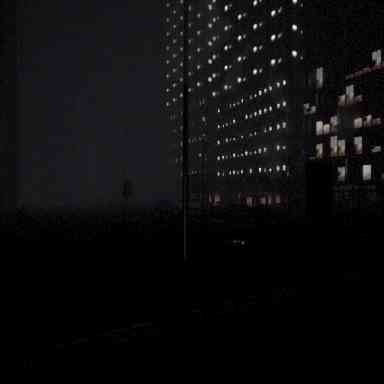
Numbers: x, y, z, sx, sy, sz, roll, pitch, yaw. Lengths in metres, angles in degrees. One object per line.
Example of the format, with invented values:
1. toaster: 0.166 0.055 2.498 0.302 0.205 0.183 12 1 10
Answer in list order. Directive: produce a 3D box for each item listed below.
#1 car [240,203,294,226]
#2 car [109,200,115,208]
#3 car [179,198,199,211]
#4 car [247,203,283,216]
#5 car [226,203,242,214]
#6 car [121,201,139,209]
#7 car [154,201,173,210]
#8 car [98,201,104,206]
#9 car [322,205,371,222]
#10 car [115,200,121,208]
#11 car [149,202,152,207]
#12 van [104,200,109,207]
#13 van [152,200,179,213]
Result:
1. car: 6.040 1.813 25.927 2.008 1.369 4.403 -1 -1 -26
2. car: -16.050 2.730 71.472 1.887 1.381 4.507 -1 -1 -26
3. car: -0.768 2.001 53.109 2.150 2.045 5.566 0 -1 -25
4. car: 8.671 2.066 39.705 1.947 1.339 4.313 -1 -1 -26
5. car: 6.217 2.167 44.766 1.947 1.339 4.313 -1 -1 -26
6. car: -11.141 2.524 61.351 2.008 1.369 4.403 -1 -1 -26
7. car: -5.416 2.453 62.613 1.882 1.535 5.008 0 -1 -26
8. car: -23.412 3.052 86.652 1.887 1.381 4.507 -1 -1 -26
9. car: 13.580 1.852 29.584 2.008 1.369 4.403 -1 -1 -26
10. car: -13.522 2.601 66.259 1.752 1.417 4.829 -1 -1 -26
11. car: -8.509 2.807 75.128 1.802 1.307 4.206 -1 -1 -26
12. van: -18.507 2.633 76.534 1.690 1.788 3.998 -1 -1 -26
13. van: -3.782 2.004 46.173 1.690 1.788 3.998 -1 -1 -26
